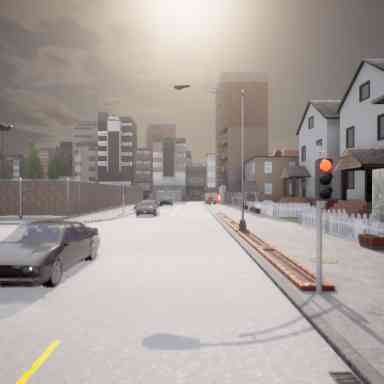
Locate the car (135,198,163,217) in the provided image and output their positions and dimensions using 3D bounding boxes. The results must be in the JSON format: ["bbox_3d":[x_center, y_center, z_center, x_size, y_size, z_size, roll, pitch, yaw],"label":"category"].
[{"bbox_3d":[-4.116,1.504,31.219,1.837,1.490,4.892,0,0,0],"label":"car"}]

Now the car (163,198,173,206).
[{"bbox_3d":[-4.104,1.600,53.284,1.895,1.301,4.718,0,0,0],"label":"car"}]

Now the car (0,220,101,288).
[{"bbox_3d":[-4.105,1.547,9.547,2.033,1.411,5.357,0,0,0],"label":"car"}]
